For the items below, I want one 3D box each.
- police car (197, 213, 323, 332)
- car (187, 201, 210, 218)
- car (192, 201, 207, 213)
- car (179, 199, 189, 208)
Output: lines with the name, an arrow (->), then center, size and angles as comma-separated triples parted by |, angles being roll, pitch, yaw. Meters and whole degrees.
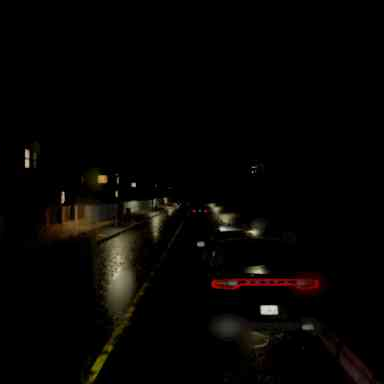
police car -> 1.147, 1.493, 7.301 | 1.930, 1.638, 5.238 | 0, -1, 1
car -> 0.822, 1.883, 34.286 | 2.033, 1.411, 5.357 | 0, -1, 1
car -> 0.995, 1.940, 44.655 | 1.837, 1.490, 4.892 | 0, 0, 2
car -> -1.418, 2.091, 62.052 | 1.882, 1.535, 5.008 | 0, -1, 1
